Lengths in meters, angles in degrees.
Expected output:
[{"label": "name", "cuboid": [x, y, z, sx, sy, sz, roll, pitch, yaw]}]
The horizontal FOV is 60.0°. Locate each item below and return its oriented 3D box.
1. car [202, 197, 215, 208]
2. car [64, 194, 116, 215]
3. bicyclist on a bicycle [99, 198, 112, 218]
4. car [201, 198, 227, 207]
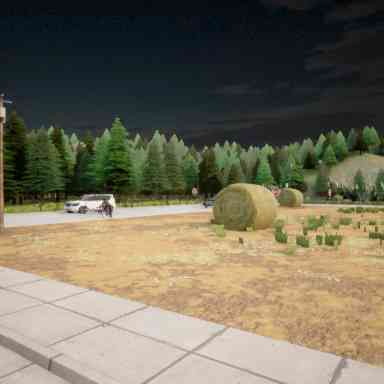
[{"label": "car", "cuboid": [3.530, 1.518, 47.769, 2.128, 1.511, 4.902, 0, 0, 37]}, {"label": "car", "cuboid": [-10.544, 1.249, 34.830, 2.150, 2.045, 5.566, 0, 0, 36]}, {"label": "bicyclist on a bicycle", "cuboid": [-7.010, 1.327, 27.018, 1.656, 1.620, 0.582, 0, 0, 36]}, {"label": "car", "cuboid": [3.581, 1.628, 53.807, 1.895, 1.301, 4.718, 0, 0, 37]}]
